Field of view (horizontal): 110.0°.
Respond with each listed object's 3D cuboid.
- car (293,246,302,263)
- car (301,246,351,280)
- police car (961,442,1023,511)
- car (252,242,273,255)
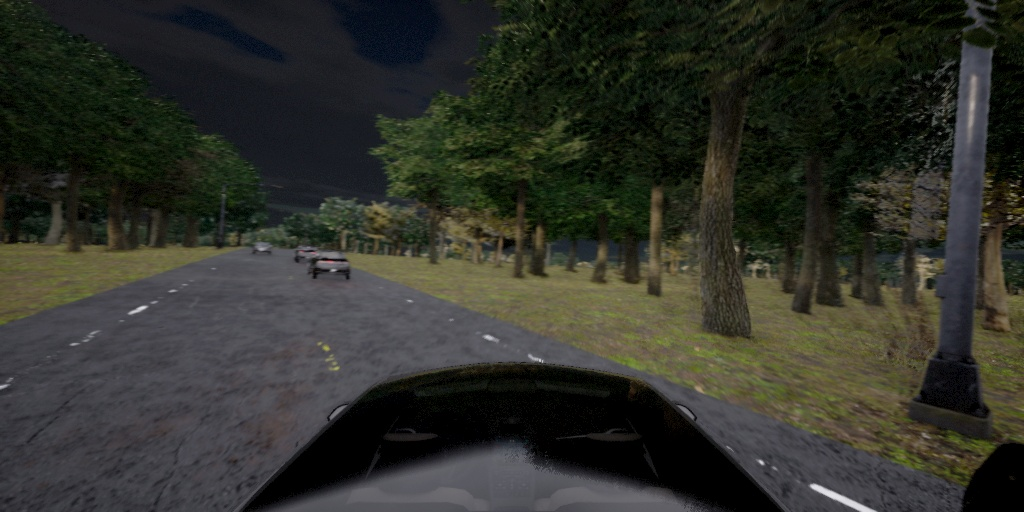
[{"bbox_3d":[-18.799,-0.187,32.822,2.128,1.511,4.902,4,0,-33],"label":"car"},{"bbox_3d":[-10.386,0.431,20.282,2.128,1.511,4.902,4,0,-33],"label":"car"},{"bbox_3d":[4.333,1.495,0.142,1.930,1.638,5.238,4,0,-34],"label":"police car"},{"bbox_3d":[-30.353,-0.977,43.656,2.128,1.511,4.902,4,0,-34],"label":"car"}]
